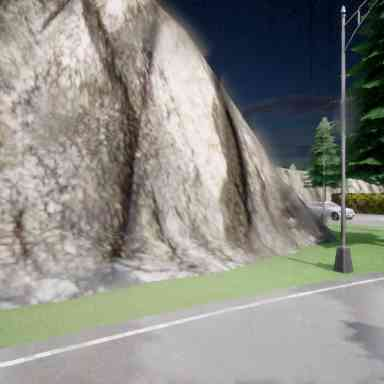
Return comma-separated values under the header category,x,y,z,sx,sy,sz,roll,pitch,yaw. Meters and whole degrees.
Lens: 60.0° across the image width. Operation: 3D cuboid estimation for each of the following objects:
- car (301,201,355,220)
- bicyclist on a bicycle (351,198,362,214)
category,x,y,z,sx,sy,sz,roll,pitch,yaw
car,11.314,1.526,27.989,1.812,1.442,4.674,0,0,-28
bicyclist on a bicycle,16.488,1.453,33.370,1.656,1.620,0.582,0,0,-28
